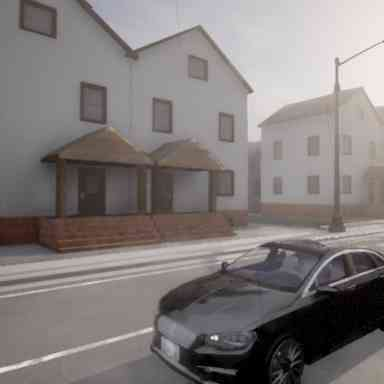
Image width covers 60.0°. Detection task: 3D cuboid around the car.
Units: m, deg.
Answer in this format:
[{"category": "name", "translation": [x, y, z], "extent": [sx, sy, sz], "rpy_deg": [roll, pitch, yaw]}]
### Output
[{"category": "car", "translation": [1.705, 1.563, 5.307], "extent": [4.902, 1.511, 2.128], "rpy_deg": [1, -1, -37]}]
